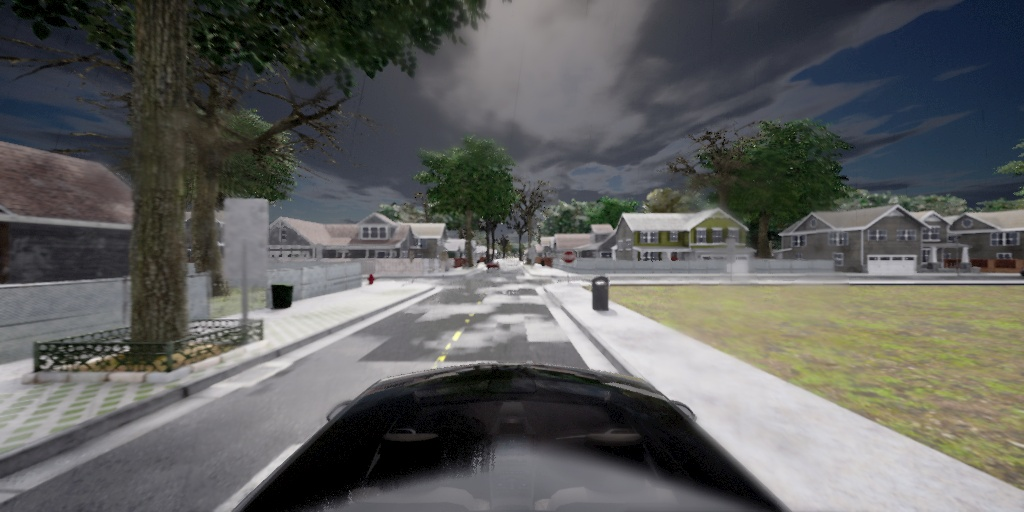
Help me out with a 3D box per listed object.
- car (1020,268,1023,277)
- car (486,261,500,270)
[{"bbox_3d":[46.642,1.191,30.633,4.902,1.511,2.128,0,0,0],"label":"car"},{"bbox_3d":[-2.745,1.325,52.231,1.895,1.301,4.718,0,0,0],"label":"car"}]
